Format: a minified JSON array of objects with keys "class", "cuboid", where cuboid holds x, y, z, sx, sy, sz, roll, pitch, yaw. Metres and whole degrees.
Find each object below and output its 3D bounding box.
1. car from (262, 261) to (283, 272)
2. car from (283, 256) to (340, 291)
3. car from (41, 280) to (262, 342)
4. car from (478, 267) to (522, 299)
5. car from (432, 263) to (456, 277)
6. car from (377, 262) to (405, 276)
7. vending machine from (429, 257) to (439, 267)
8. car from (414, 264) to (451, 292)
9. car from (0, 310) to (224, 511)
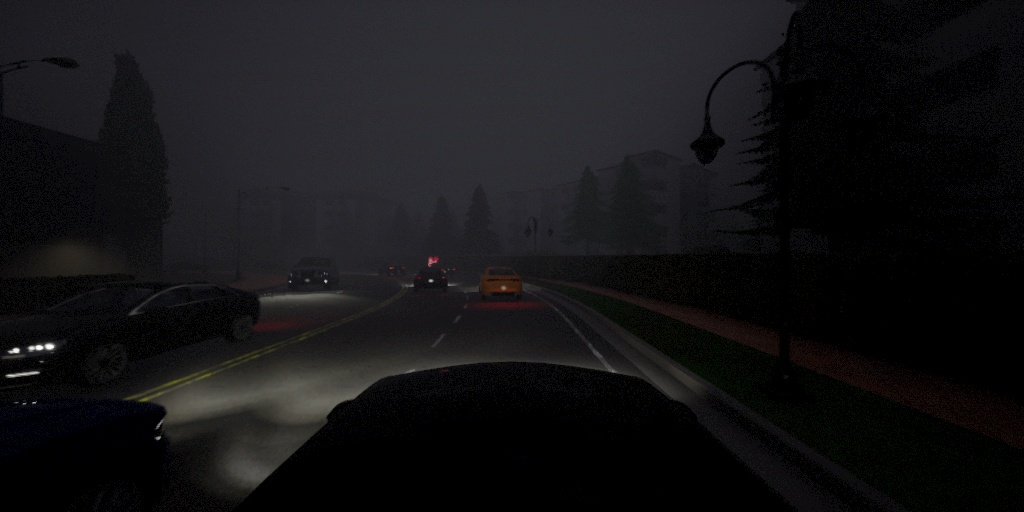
[{"class":"car","cuboid":[-32.696,1.397,50.078,4.902,1.511,2.128,0,0,24]},{"class":"car","cuboid":[-12.537,1.039,23.077,2.150,2.045,5.566,0,0,-18]},{"class":"car","cuboid":[-7.182,1.258,6.988,2.128,1.511,4.902,0,0,-1]},{"class":"car","cuboid":[-0.699,1.280,18.432,1.882,1.535,5.008,0,0,-8]},{"class":"car","cuboid":[-7.637,1.411,37.563,2.033,1.411,5.357,0,0,-32]},{"class":"car","cuboid":[-13.137,1.394,39.166,1.812,1.442,4.674,0,0,-36]},{"class":"vending machine","cuboid":[-10.384,1.091,47.616,1.100,2.100,0.880,0,0,-43]},{"class":"car","cuboid":[-5.024,1.379,22.226,1.994,1.385,4.181,0,0,-13]},{"class":"car","cuboid":[-3.402,1.224,0.524,1.882,1.535,5.008,0,0,0]}]
